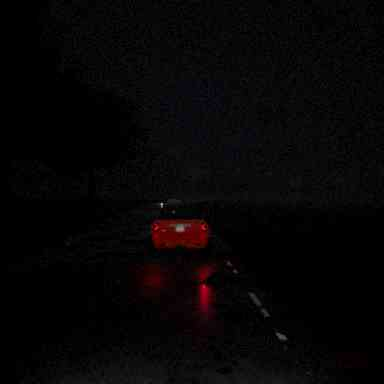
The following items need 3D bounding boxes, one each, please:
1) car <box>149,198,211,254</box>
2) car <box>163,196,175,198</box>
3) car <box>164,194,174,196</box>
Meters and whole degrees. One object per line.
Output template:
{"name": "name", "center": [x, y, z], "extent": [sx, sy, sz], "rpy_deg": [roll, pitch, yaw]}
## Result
{"name": "car", "center": [-0.516, 1.257, 13.151], "extent": [2.097, 1.767, 4.553], "rpy_deg": [0, 0, -3]}
{"name": "car", "center": [-1.552, 1.347, 28.859], "extent": [1.812, 1.442, 4.674], "rpy_deg": [0, 0, -3]}
{"name": "car", "center": [-4.180, 1.184, 59.385], "extent": [1.837, 1.490, 4.892], "rpy_deg": [0, 0, 7]}
